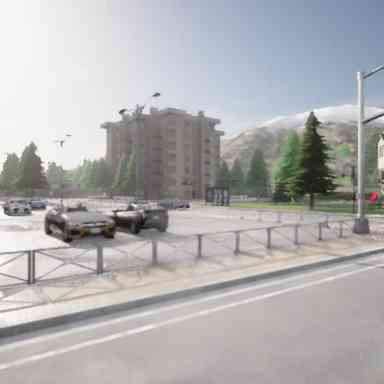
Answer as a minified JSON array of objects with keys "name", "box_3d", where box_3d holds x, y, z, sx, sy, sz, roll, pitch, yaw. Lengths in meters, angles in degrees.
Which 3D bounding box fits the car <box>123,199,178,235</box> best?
[{"name":"car","box_3d":[-2.963,1.323,17.737,2.007,1.523,4.514,0,0,-36]}]

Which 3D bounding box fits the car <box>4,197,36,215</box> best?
[{"name":"car","box_3d":[-16.286,1.374,31.074,1.970,1.475,3.806,0,0,-36]}]

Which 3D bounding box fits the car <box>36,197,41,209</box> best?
[{"name":"car","box_3d":[-18.216,1.357,38.835,1.845,1.501,3.633,0,0,-36]}]

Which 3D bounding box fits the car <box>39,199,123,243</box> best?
[{"name":"car","box_3d":[-5.475,1.320,15.858,2.152,1.636,5.027,0,0,-36]}]

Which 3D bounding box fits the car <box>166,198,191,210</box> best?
[{"name":"car","box_3d":[-2.353,1.501,40.697,2.033,1.411,5.357,0,0,-36]}]
